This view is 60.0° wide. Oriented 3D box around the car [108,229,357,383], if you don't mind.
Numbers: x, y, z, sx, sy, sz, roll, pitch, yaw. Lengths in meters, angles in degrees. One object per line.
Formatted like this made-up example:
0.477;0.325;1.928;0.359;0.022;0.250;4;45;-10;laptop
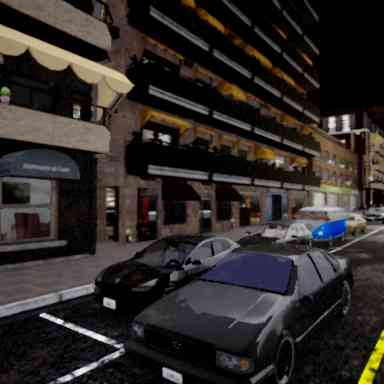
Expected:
1.399;1.661;5.768;2.033;1.411;5.357;-1;-1;37;car

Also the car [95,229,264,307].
-0.205;1.726;7.918;1.947;1.339;4.313;0;-1;37;car

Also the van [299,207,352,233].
6.559;1.656;16.772;1.690;1.788;3.998;0;-1;37;van

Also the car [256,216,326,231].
3.176;1.788;12.344;2.008;1.369;4.403;0;-1;37;car

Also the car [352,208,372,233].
9.835;1.915;21.060;1.752;1.417;4.829;0;-1;37;car

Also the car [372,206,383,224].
16.699;2.097;30.045;2.008;1.369;4.403;0;-1;37;car
